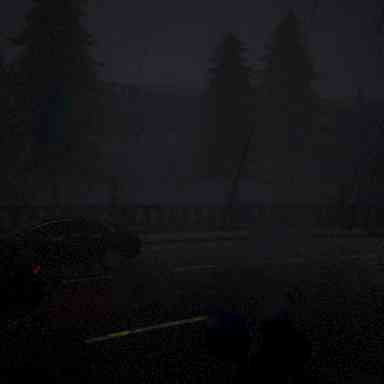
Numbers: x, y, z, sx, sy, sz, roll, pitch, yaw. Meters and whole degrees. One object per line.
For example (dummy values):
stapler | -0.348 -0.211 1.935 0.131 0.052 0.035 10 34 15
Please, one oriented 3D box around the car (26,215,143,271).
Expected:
car | -3.818 1.424 9.314 4.892 1.490 1.837 1 0 -29

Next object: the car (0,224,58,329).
car | -4.704 1.431 4.661 4.892 1.490 1.837 0 0 -34
